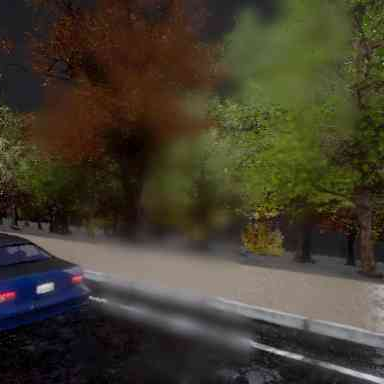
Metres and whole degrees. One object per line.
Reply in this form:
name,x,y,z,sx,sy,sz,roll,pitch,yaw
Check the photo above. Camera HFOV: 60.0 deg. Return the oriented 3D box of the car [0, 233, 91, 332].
car,-4.333,1.564,6.711,5.357,1.411,2.033,0,0,36
